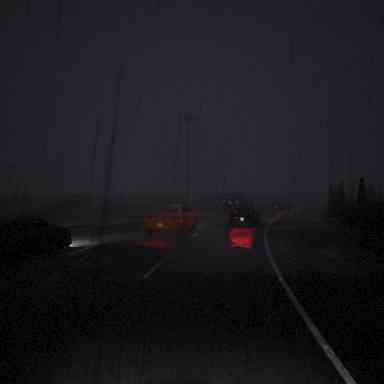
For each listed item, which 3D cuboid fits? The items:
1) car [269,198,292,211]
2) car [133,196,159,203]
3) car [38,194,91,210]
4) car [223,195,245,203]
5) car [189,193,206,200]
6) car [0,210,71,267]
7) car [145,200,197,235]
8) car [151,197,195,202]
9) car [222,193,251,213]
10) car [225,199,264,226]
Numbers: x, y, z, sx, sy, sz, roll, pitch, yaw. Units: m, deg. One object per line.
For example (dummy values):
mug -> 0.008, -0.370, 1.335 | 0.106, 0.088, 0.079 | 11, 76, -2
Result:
car -> 10.456, 1.451, 39.213 | 1.812, 1.442, 4.674 | 0, 0, 28
car -> -5.264, 1.304, 39.307 | 2.097, 1.767, 4.553 | 0, 0, 25
car -> -12.012, 1.173, 31.848 | 2.150, 2.045, 5.566 | 0, 0, 19
car -> 8.448, 1.453, 66.914 | 2.128, 1.511, 4.902 | 0, 0, 40
car -> 0.519, 1.197, 62.718 | 2.150, 2.045, 5.566 | 0, 0, 37
car -> -5.900, 1.529, 11.418 | 1.994, 1.385, 4.181 | 0, 0, 7
car -> -1.026, 1.440, 18.637 | 1.882, 1.535, 5.008 | 0, 0, 12
car -> -1.566, 1.476, 29.306 | 1.812, 1.442, 4.674 | 0, 0, 19
car -> 4.995, 1.160, 36.207 | 2.150, 2.045, 5.566 | 0, 0, 25
car -> 3.854, 1.460, 23.399 | 1.837, 1.490, 4.892 | 0, 0, 16
